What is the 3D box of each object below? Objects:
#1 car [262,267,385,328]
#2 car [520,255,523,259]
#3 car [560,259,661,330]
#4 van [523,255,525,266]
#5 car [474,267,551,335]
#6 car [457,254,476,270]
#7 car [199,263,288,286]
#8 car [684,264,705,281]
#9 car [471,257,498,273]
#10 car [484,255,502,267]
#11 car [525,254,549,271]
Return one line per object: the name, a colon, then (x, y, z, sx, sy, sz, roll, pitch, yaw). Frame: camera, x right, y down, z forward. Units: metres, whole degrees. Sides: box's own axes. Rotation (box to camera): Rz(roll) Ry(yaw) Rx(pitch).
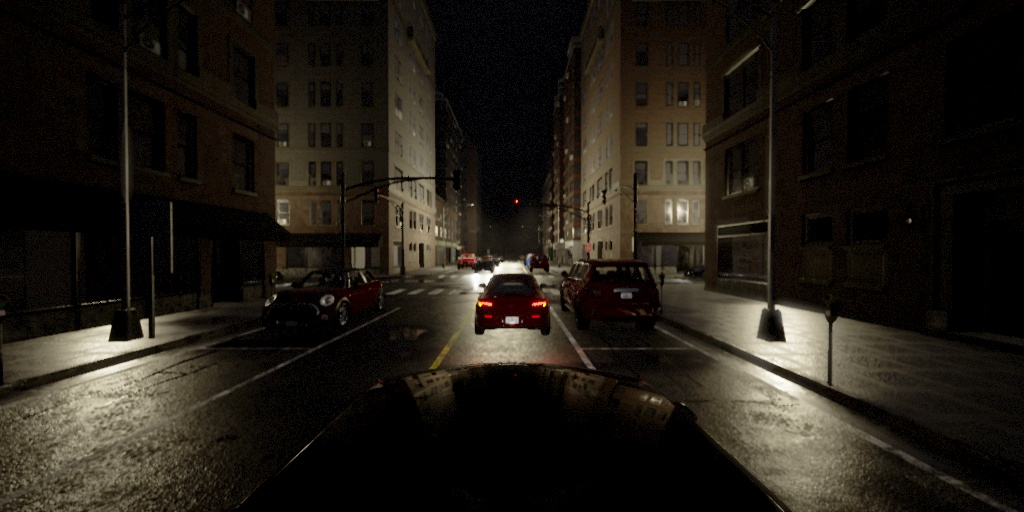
car: (-5.369, 1.105, 10.717, 1.967, 1.591, 4.097, 0, 0, 0)
car: (2.805, 0.564, 54.265, 2.192, 1.841, 5.009, 0, 0, 0)
car: (2.656, 0.979, 10.700, 2.192, 1.841, 5.009, 0, 0, 0)
van: (2.797, 0.643, 48.762, 1.690, 1.789, 3.998, 0, 0, 0)
car: (0.025, 1.197, 10.050, 1.812, 1.442, 4.674, 0, 1, 1)
car: (-5.326, 0.670, 43.276, 2.192, 1.841, 5.009, 0, 0, 0)
car: (-17.068, 1.161, 22.955, 4.181, 1.385, 1.994, 0, 1, 0)
car: (14.668, 1.042, 25.753, 4.181, 1.385, 1.994, 0, 1, 0)
car: (-2.769, 1.018, 36.668, 1.895, 1.301, 4.718, 0, 1, 0)
car: (-2.728, 0.892, 49.868, 1.895, 1.301, 4.718, 0, 1, 0)
car: (2.781, 0.722, 37.755, 2.192, 1.841, 5.009, 0, 0, 0)
